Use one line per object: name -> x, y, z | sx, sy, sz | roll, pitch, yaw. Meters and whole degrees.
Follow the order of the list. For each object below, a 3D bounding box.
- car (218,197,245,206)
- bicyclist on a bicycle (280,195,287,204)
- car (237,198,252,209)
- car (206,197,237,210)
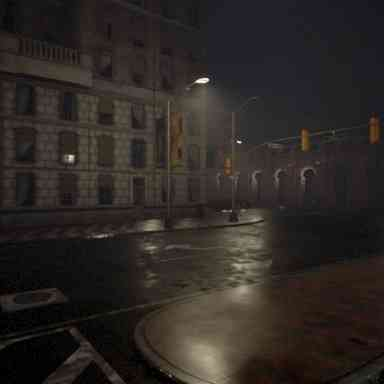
car -> 6.688, 1.601, 56.352 | 1.895, 1.301, 4.718 | 0, 0, -35
bicyclist on a bicycle -> 15.528, 1.301, 56.489 | 1.656, 1.620, 0.582 | 0, 0, -36
car -> 5.968, 1.506, 45.017 | 1.837, 1.490, 4.892 | 0, 0, -36
car -> 2.915, 1.548, 43.256 | 2.033, 1.411, 5.357 | 0, 0, -36
